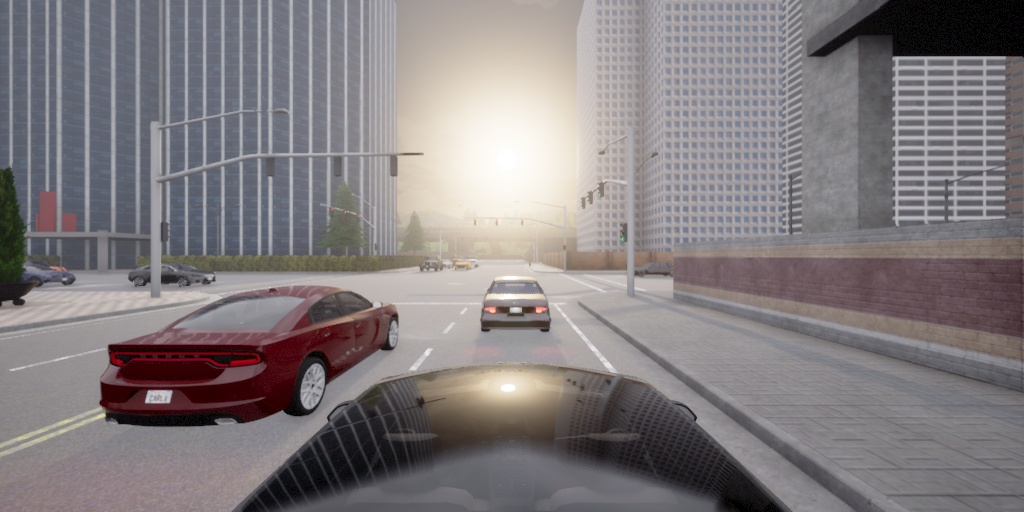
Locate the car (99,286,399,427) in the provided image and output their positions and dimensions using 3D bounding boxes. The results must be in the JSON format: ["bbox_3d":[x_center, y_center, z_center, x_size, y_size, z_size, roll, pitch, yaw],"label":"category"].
[{"bbox_3d":[-3.440,1.226,5.988,1.882,1.535,5.008,0,0,0],"label":"car"}]

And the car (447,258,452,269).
[{"bbox_3d":[-10.549,1.251,56.936,1.812,1.442,4.674,0,0,0],"label":"car"}]

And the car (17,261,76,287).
[{"bbox_3d":[-31.877,1.266,23.660,4.674,1.442,1.812,0,0,0],"label":"car"}]

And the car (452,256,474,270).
[{"bbox_3d":[-7.061,1.206,52.002,1.882,1.535,5.008,0,0,0],"label":"car"}]

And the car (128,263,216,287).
[{"bbox_3d":[-22.338,1.233,23.682,4.902,1.511,2.128,0,0,2],"label":"car"}]

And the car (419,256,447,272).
[{"bbox_3d":[-10.568,0.952,47.396,2.150,2.045,5.566,0,0,0],"label":"car"}]

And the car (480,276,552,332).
[{"bbox_3d":[0.090,1.293,10.800,2.033,1.411,5.357,0,0,0],"label":"car"}]

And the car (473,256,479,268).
[{"bbox_3d":[-7.028,0.945,61.843,2.150,2.045,5.566,0,0,0],"label":"car"}]

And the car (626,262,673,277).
[{"bbox_3d":[13.914,1.283,34.780,5.357,1.411,2.033,0,0,0],"label":"car"}]
